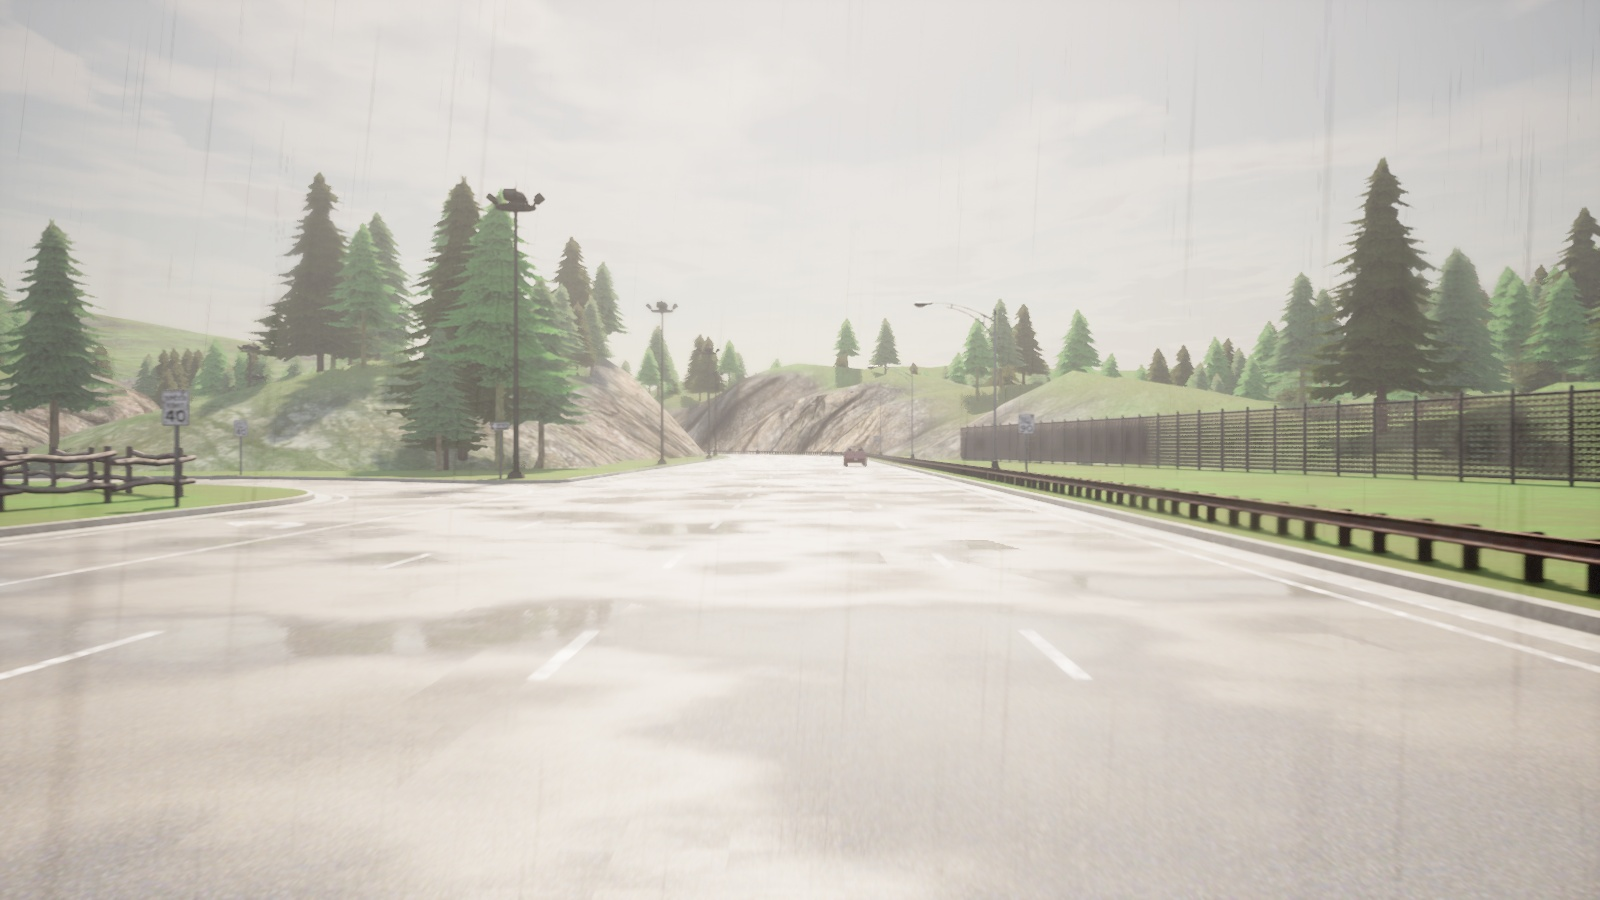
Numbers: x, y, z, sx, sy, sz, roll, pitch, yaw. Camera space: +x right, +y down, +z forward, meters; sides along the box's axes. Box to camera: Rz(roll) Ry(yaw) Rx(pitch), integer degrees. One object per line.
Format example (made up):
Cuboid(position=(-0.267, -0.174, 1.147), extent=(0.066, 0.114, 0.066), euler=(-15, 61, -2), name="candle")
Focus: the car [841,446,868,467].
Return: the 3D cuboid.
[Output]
Cuboid(position=(4.050, 0.456, 93.192), extent=(1.845, 1.501, 3.633), euler=(0, 0, 0), name="car")
